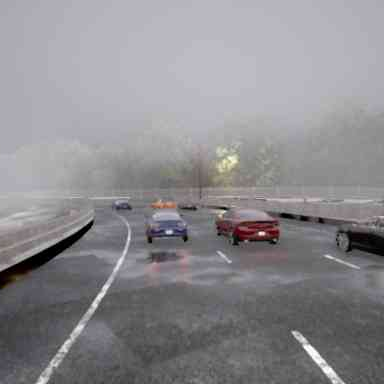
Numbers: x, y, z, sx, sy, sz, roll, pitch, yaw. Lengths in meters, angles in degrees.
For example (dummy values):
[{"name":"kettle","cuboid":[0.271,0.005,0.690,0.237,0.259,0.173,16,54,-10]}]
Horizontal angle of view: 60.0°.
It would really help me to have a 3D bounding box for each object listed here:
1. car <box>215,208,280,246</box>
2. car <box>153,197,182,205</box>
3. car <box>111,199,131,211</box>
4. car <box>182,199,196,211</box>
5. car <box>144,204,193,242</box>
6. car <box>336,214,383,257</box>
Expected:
[{"name":"car","cuboid":[2.370,1.465,15.354,1.882,1.535,5.008,0,0,-8]},{"name":"car","cuboid":[-3.100,1.408,36.982,2.097,1.767,4.553,-1,0,-20]},{"name":"car","cuboid":[-9.042,1.643,42.480,1.812,1.442,4.674,0,0,-24]},{"name":"car","cuboid":[-1.034,1.603,41.413,1.994,1.385,4.181,0,0,-21]},{"name":"car","cuboid":[-1.351,1.550,16.519,1.812,1.442,4.674,0,0,-9]},{"name":"car","cuboid":[6.464,1.436,10.601,2.128,1.511,4.902,0,0,-5]}]
